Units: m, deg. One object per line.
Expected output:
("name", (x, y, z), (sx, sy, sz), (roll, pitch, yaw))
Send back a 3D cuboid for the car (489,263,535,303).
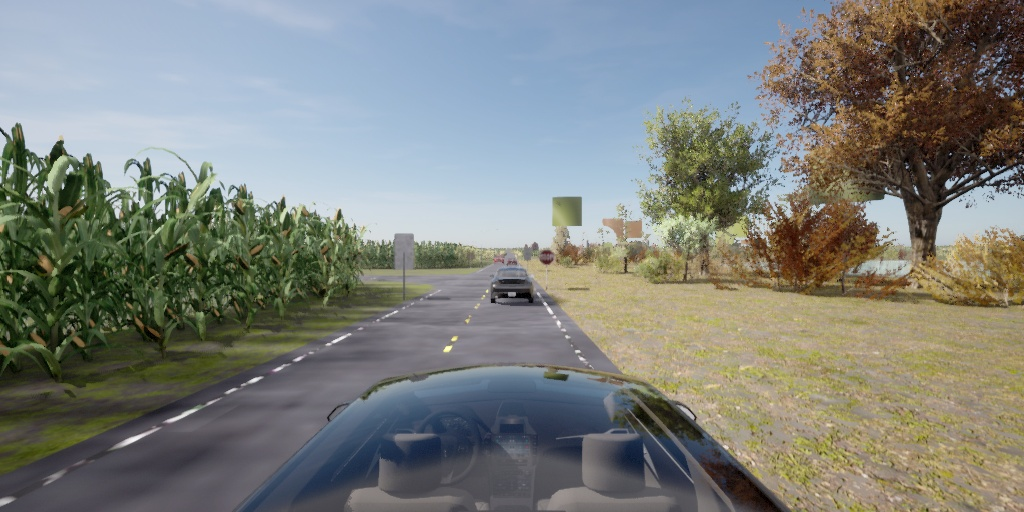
("car", (0.000, 1.253, 16.537), (1.837, 1.490, 4.892), (0, 0, 0))
